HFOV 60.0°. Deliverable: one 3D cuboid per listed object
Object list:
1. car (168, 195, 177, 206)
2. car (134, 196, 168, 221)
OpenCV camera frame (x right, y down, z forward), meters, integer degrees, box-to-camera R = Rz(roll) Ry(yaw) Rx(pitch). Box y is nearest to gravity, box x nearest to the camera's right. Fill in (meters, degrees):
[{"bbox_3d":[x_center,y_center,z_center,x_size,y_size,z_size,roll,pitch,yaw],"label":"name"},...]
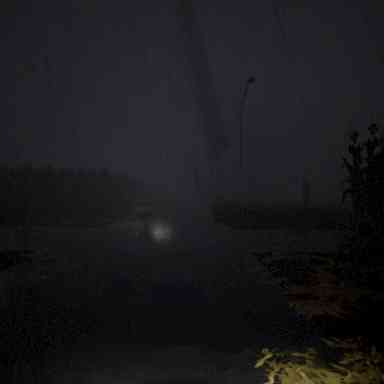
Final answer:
[{"bbox_3d":[-3.116,1.254,48.870,1.812,1.442,4.674,0,2,0],"label":"car"},{"bbox_3d":[-3.106,1.301,24.823,1.882,1.535,5.008,0,1,0],"label":"car"}]
